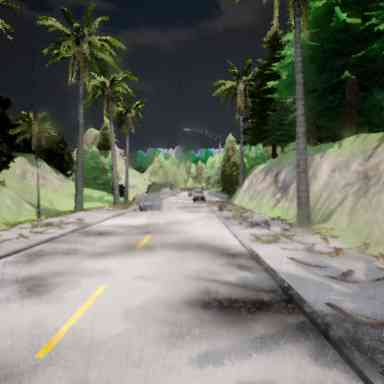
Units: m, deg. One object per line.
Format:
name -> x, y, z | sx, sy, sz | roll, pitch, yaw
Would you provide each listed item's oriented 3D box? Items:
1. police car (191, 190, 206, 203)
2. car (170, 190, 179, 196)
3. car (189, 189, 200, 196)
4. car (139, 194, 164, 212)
police car -> 1.173, 0.880, 52.372 | 1.930, 1.638, 5.238 | -2, 0, 0
car -> -3.990, 0.336, 75.631 | 2.097, 1.767, 4.553 | 0, 1, 0
car -> 1.078, 0.553, 62.269 | 2.150, 2.045, 5.566 | -3, 1, 1
car -> -4.073, 1.017, 33.656 | 2.097, 1.767, 4.553 | 0, 1, 0
